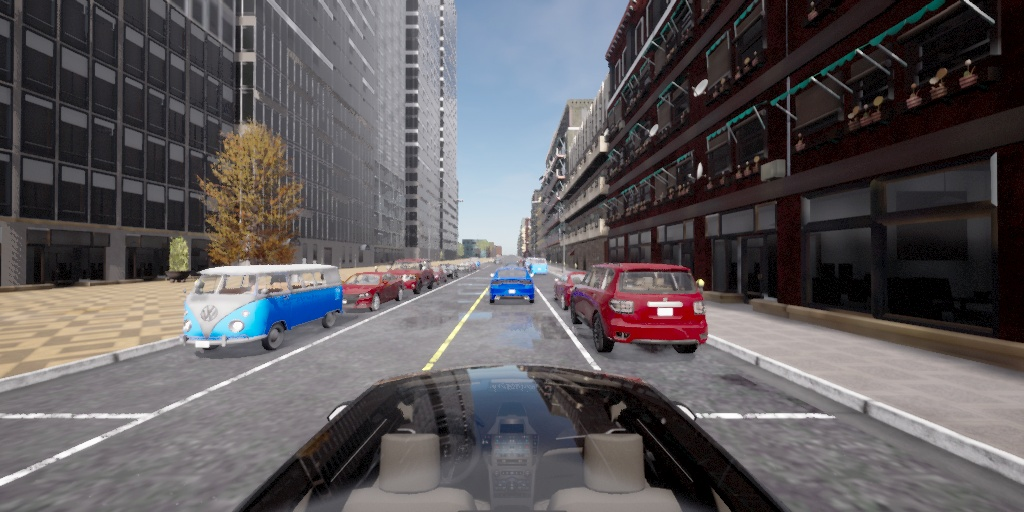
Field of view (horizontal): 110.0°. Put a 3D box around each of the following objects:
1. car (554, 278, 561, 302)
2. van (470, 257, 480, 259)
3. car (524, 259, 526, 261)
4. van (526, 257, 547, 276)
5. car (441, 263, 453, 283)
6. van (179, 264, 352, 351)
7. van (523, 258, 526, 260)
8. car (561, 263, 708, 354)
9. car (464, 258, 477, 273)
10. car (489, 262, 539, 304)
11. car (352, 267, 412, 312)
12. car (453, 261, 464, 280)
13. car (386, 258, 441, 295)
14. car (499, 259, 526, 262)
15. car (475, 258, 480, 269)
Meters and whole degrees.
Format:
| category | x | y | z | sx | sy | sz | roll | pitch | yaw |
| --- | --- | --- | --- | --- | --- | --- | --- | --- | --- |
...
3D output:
| category | x | y | z | sx | sy | sz | roll | pitch | yaw |
| --- | --- | --- | --- | --- | --- | --- | --- | --- | --- |
| car | 2.691 | 1.294 | 14.353 | 1.888 | 1.381 | 4.507 | 0 | 0 | 0 |
| van | -5.690 | 1.066 | 53.854 | 1.690 | 1.789 | 3.998 | 0 | 0 | 0 |
| car | 2.691 | 1.286 | 42.586 | 2.007 | 1.370 | 4.403 | 0 | 0 | 0 |
| van | 2.691 | 1.080 | 36.939 | 1.690 | 1.789 | 3.998 | 0 | 0 | 0 |
| car | -5.690 | 1.327 | 25.621 | 1.802 | 1.307 | 4.207 | 0 | 0 | 0 |
| van | -5.690 | 1.090 | 8.682 | 1.690 | 1.789 | 3.998 | 0 | 0 | 0 |
| van | 2.691 | 1.072 | 48.232 | 1.690 | 1.789 | 3.998 | 0 | 0 | 0 |
| car | 2.691 | 1.064 | 8.704 | 2.192 | 1.841 | 5.009 | 0 | 0 | 0 |
| car | -5.690 | 1.286 | 42.561 | 2.007 | 1.370 | 4.403 | 0 | 0 | 0 |
| car | 0.000 | 1.234 | 16.501 | 1.882 | 1.535 | 5.008 | 0 | 0 | 0 |
| car | -5.690 | 1.294 | 14.329 | 1.888 | 1.381 | 4.507 | 0 | 0 | 0 |
| car | -5.690 | 1.308 | 31.269 | 1.948 | 1.339 | 4.313 | 0 | 0 | 0 |
| car | -5.690 | 1.062 | 19.976 | 2.192 | 1.841 | 5.009 | 0 | 0 | 0 |
| car | 0.000 | 1.276 | 31.501 | 1.812 | 1.442 | 4.674 | 0 | 0 | 0 |
| car | -5.690 | 1.313 | 48.207 | 1.802 | 1.307 | 4.207 | 0 | 0 | 0 |
